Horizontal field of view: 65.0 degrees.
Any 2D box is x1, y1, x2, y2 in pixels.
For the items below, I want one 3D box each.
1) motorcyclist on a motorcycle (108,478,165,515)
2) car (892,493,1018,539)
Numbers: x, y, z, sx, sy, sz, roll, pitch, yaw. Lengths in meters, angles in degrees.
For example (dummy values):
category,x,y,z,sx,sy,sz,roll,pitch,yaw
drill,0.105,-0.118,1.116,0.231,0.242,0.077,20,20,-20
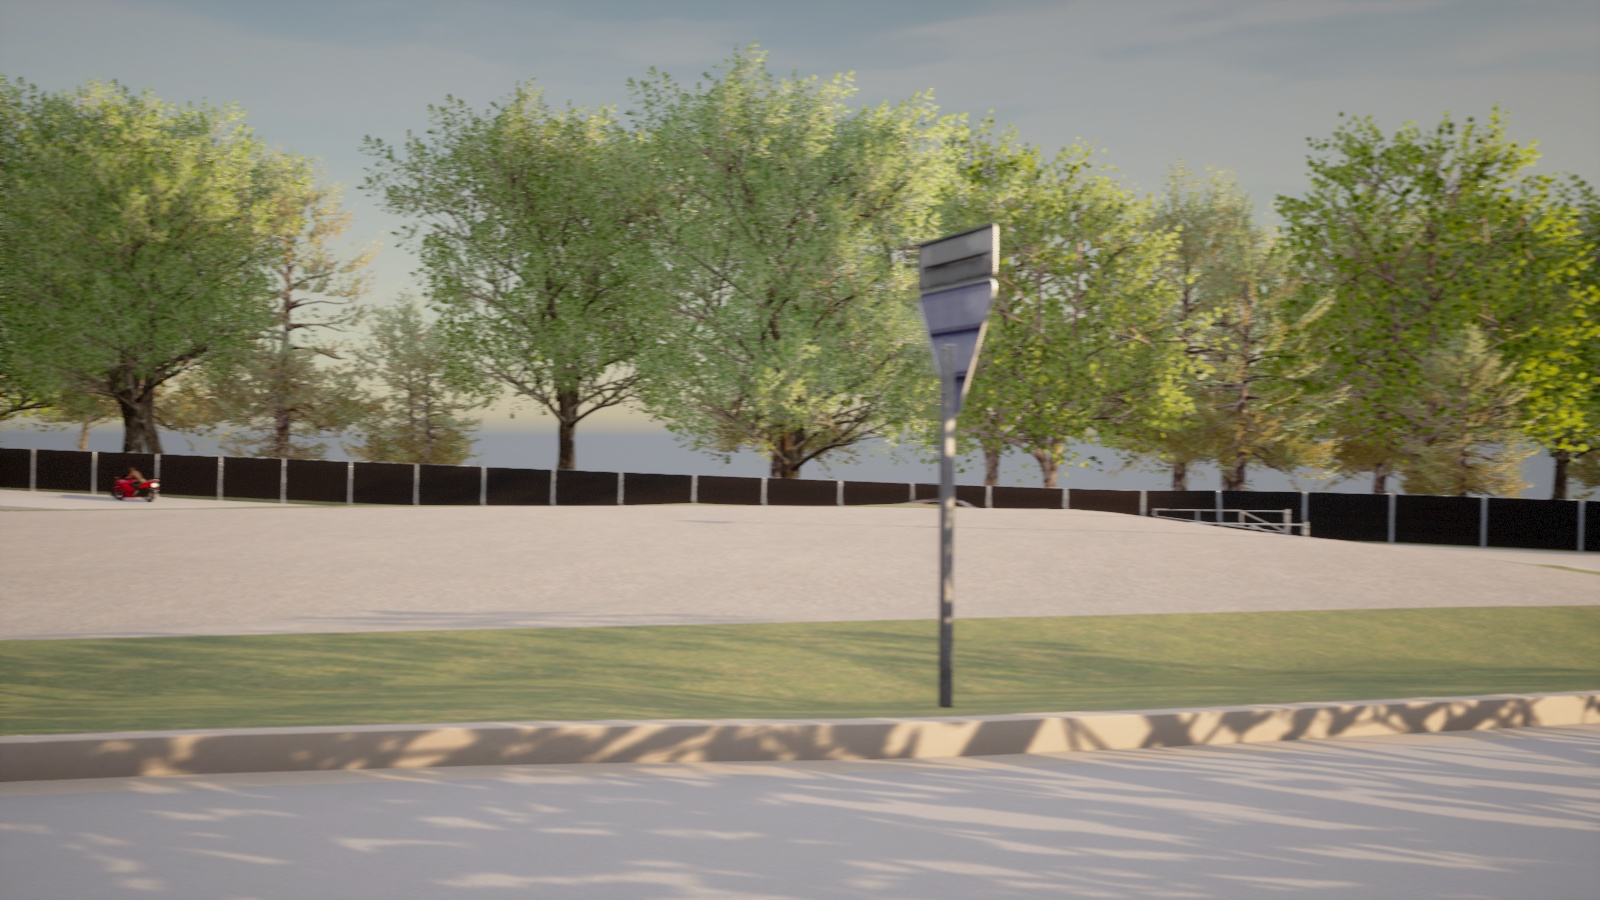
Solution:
category,x,y,z,sx,sy,sz,roll,pitch,yaw
motorcyclist on a motorcycle,-28.533,1.999,54.027,2.044,1.523,0.797,1,1,6
car,5.794,2.440,46.683,4.514,1.525,2.007,0,1,11
